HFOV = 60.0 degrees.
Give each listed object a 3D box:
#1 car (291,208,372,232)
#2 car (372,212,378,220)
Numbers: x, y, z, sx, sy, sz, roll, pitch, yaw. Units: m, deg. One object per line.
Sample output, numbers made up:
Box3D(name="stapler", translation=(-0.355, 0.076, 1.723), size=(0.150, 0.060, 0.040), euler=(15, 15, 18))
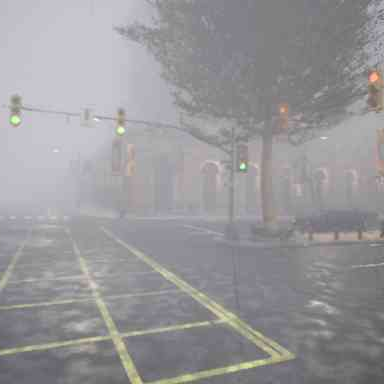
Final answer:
Box3D(name="car", translation=(9.703, 1.971, 23.511), size=(5.357, 1.411, 2.033), euler=(2, -1, -23))
Box3D(name="car", translation=(16.296, 2.255, 33.506), size=(4.718, 1.301, 1.895), euler=(2, -1, -23))
